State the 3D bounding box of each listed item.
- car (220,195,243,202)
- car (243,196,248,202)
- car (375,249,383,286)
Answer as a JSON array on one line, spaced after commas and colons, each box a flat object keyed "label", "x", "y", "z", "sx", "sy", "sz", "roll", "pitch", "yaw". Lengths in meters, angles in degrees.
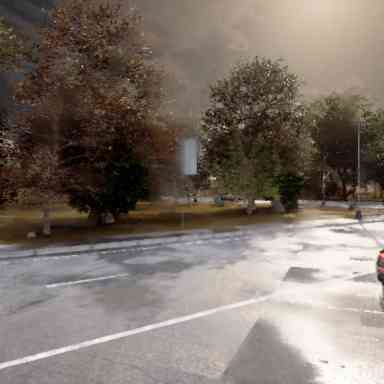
[{"label": "car", "x": 7.469, "y": 1.294, "z": 69.148, "sx": 2.033, "sy": 1.411, "sz": 5.357, "roll": 0, "pitch": 0, "yaw": -35}, {"label": "car", "x": 11.116, "y": 1.214, "z": 70.044, "sx": 1.882, "sy": 1.535, "sz": 5.008, "roll": 0, "pitch": 0, "yaw": -35}, {"label": "car", "x": 6.169, "y": 1.526, "z": 7.838, "sx": 4.674, "sy": 1.442, "sz": 1.812, "roll": 0, "pitch": 0, "yaw": -34}]
